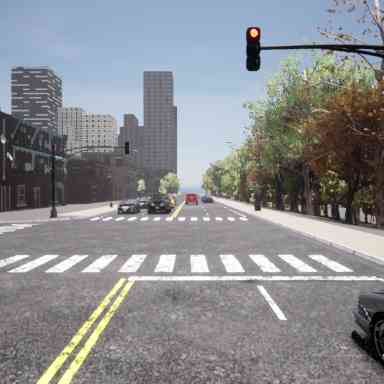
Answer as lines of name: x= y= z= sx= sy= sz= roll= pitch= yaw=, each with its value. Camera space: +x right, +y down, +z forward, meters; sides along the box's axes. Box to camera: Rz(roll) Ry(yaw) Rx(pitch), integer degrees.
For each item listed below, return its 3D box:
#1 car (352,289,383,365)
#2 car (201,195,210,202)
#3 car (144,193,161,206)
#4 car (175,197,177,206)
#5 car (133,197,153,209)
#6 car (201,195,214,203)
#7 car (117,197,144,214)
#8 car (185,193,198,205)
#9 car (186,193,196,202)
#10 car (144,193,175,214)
car: x=3.345 y=1.547 z=2.563 sx=2.033 sy=1.411 sz=5.357 roll=0 pitch=0 yaw=0
car: x=3.103 y=1.447 z=75.908 sx=1.882 sy=1.535 sz=5.008 roll=0 pitch=0 yaw=0
car: x=-6.694 y=1.201 z=56.663 sx=2.150 sy=2.045 sz=5.566 roll=0 pitch=0 yaw=1
car: x=-3.425 y=1.462 z=45.898 sx=1.882 sy=1.535 sz=5.008 roll=0 pitch=0 yaw=0
car: x=-6.675 y=1.476 z=45.974 sx=2.128 sy=1.511 sz=4.902 roll=0 pitch=0 yaw=0
car: x=3.223 y=1.539 z=65.880 sx=1.994 sy=1.385 sz=4.181 roll=0 pitch=0 yaw=0
car: x=-6.661 y=1.481 z=35.573 sx=2.128 sy=1.511 sz=4.902 roll=0 pitch=0 yaw=0
car: x=-0.025 y=1.195 z=60.396 sx=2.150 sy=2.045 sz=5.566 roll=0 pitch=-1 yaw=0
car: x=-0.147 y=1.195 z=75.719 sx=2.150 sy=2.045 sz=5.566 roll=0 pitch=0 yaw=0
car: x=-3.421 y=1.210 z=35.900 sx=2.150 sy=2.045 sz=5.566 roll=0 pitch=0 yaw=1
